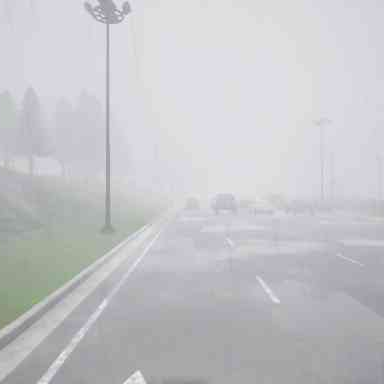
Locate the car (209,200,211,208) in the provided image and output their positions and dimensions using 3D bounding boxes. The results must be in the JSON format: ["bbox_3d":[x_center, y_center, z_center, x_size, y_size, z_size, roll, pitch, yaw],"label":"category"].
[{"bbox_3d":[3.488,1.526,46.030,1.812,1.442,4.674,0,0,0],"label":"car"}]

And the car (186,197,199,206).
[{"bbox_3d":[0.026,1.547,54.982,2.033,1.411,5.357,0,0,-3],"label":"car"}]

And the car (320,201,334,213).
[{"bbox_3d":[14.046,1.600,37.339,1.895,1.301,4.718,0,0,0],"label":"car"}]

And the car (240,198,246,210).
[{"bbox_3d":[7.026,1.478,43.991,1.882,1.535,5.008,0,0,0],"label":"car"}]

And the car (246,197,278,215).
[{"bbox_3d":[7.046,1.526,33.979,1.812,1.442,4.674,0,0,0],"label":"car"}]

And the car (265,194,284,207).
[{"bbox_3d":[10.524,1.221,43.356,2.150,2.045,5.566,0,0,0],"label":"car"}]

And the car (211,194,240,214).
[{"bbox_3d":[3.501,1.221,35.630,2.150,2.045,5.566,0,0,1],"label":"car"}]

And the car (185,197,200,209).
[{"bbox_3d":[0.046,1.547,44.306,2.033,1.411,5.357,0,0,0],"label":"car"}]

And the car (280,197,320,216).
[{"bbox_3d":[10.551,1.505,32.893,1.837,1.490,4.892,0,0,0],"label":"car"}]
